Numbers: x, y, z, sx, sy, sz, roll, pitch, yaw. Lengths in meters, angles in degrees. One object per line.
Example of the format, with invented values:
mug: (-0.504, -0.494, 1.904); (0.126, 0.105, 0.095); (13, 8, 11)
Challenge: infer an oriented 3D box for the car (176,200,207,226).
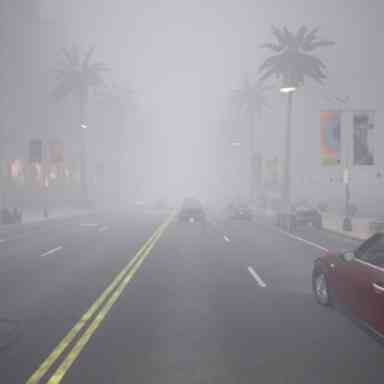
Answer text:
car: (-0.028, 1.513, 23.222); (1.837, 1.490, 4.892); (0, 0, 0)

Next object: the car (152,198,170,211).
car: (-3.819, 1.525, 41.402); (1.837, 1.490, 4.892); (0, 0, 0)

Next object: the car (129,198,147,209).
car: (-7.338, 1.552, 45.858); (1.812, 1.442, 4.674); (0, 0, 0)

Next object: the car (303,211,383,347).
car: (3.519, 1.349, 5.021); (2.097, 1.767, 4.553); (0, 0, 0)

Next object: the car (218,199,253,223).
car: (3.458, 1.553, 25.941); (2.033, 1.411, 5.357); (0, 0, 0)

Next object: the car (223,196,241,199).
car: (6.319, 1.365, 50.068); (2.185, 1.767, 4.553); (0, 0, 0)

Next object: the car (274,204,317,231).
car: (6.475, 1.481, 20.693); (2.231, 1.521, 4.892); (0, 0, 0)

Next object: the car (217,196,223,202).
car: (6.503, 1.532, 71.999); (2.161, 1.482, 4.786); (0, 0, 0)

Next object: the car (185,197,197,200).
car: (-0.122, 1.367, 40.178); (2.097, 1.767, 4.553); (0, 0, 0)
